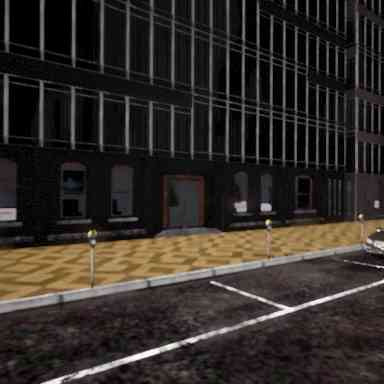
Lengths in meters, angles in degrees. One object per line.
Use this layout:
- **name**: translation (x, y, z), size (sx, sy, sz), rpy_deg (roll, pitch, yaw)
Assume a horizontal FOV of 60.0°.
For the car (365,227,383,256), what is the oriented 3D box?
- **car**: translation (8.179, 1.673, 12.392), size (4.403, 1.369, 2.008), rpy_deg (1, 0, -35)
